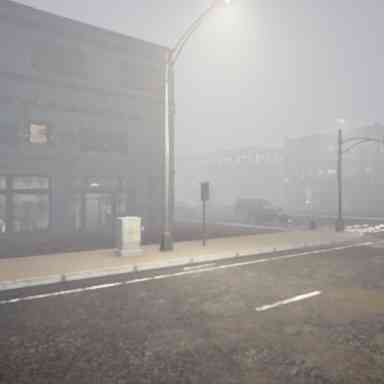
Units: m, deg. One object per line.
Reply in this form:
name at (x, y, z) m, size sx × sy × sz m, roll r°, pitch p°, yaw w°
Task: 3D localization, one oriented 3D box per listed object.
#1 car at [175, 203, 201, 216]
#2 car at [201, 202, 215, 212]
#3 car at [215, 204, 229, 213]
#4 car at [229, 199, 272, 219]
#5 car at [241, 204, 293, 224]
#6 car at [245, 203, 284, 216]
car at (-1.260, 2.028, 40.224) m, size 1.967 × 1.590 × 4.097 m, roll -1°, pitch 0°, yaw -35°
car at (2.363, 2.217, 49.593) m, size 1.802 × 1.307 × 4.206 m, roll -1°, pitch 0°, yaw -35°
car at (5.571, 2.155, 45.083) m, size 1.802 × 1.307 × 4.206 m, roll -1°, pitch 0°, yaw -35°
car at (6.644, 1.691, 33.595) m, size 2.150 × 2.045 × 5.566 m, roll 0°, pitch -1°, yaw -35°
car at (6.686, 1.996, 28.845) m, size 1.947 × 1.339 × 4.313 m, roll -1°, pitch 0°, yaw -35°
car at (8.779, 2.061, 40.572) m, size 2.008 × 1.369 × 4.403 m, roll -1°, pitch 0°, yaw -35°
